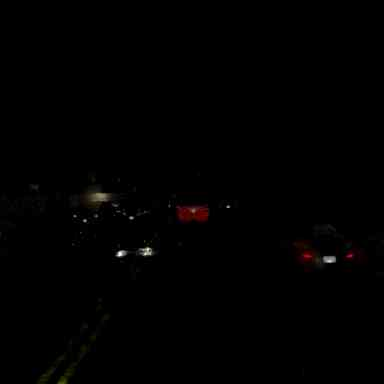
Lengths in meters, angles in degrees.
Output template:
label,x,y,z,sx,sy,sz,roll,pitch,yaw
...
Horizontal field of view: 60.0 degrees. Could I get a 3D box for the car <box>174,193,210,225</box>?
label,x,y,z,sx,sy,sz,roll,pitch,yaw
car,0.072,1.183,22.604,2.097,1.767,4.553,0,0,0

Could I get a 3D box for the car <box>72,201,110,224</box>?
label,x,y,z,sx,sy,sz,roll,pitch,yaw
car,-6.626,1.374,23.228,2.033,1.411,5.357,0,0,0

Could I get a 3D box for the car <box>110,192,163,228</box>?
label,x,y,z,sx,sy,sz,roll,pitch,yaw
car,-3.375,1.061,21.291,2.150,2.045,5.566,0,1,0

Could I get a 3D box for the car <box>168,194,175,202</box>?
label,x,y,z,sx,sy,sz,roll,pitch,yaw
car,-3.357,1.050,62.142,1.812,1.442,4.674,0,0,1

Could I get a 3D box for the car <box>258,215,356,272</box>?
label,x,y,z,sx,sy,sz,roll,pitch,yaw
car,3.337,1.448,10.372,1.812,1.442,4.674,0,0,0

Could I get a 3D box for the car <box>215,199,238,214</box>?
label,x,y,z,sx,sy,sz,roll,pitch,yaw
car,3.312,1.320,32.476,1.994,1.385,4.181,0,0,0

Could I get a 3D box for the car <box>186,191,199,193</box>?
label,x,y,z,sx,sy,sz,roll,pitch,yaw
car,0.054,0.919,40.384,2.150,2.045,5.566,0,1,0

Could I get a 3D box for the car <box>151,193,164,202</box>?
label,x,y,z,sx,sy,sz,roll,pitch,yaw
car,-6.601,1.004,64.181,2.128,1.511,4.902,0,0,0
